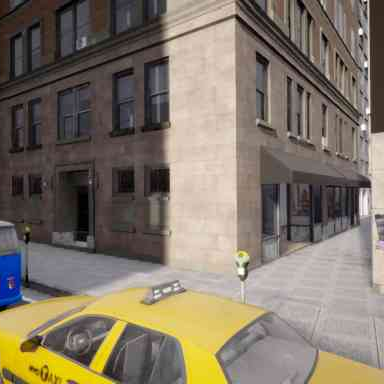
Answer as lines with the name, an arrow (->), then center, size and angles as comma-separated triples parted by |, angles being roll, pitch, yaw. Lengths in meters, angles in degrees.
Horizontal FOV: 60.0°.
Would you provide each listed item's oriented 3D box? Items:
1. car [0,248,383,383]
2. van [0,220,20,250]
car -> -0.473, 1.526, 3.198 | 4.829, 1.417, 1.752 | 0, -1, 36
van -> -4.946, 1.343, 6.404 | 3.998, 1.788, 1.690 | 0, -1, 36
